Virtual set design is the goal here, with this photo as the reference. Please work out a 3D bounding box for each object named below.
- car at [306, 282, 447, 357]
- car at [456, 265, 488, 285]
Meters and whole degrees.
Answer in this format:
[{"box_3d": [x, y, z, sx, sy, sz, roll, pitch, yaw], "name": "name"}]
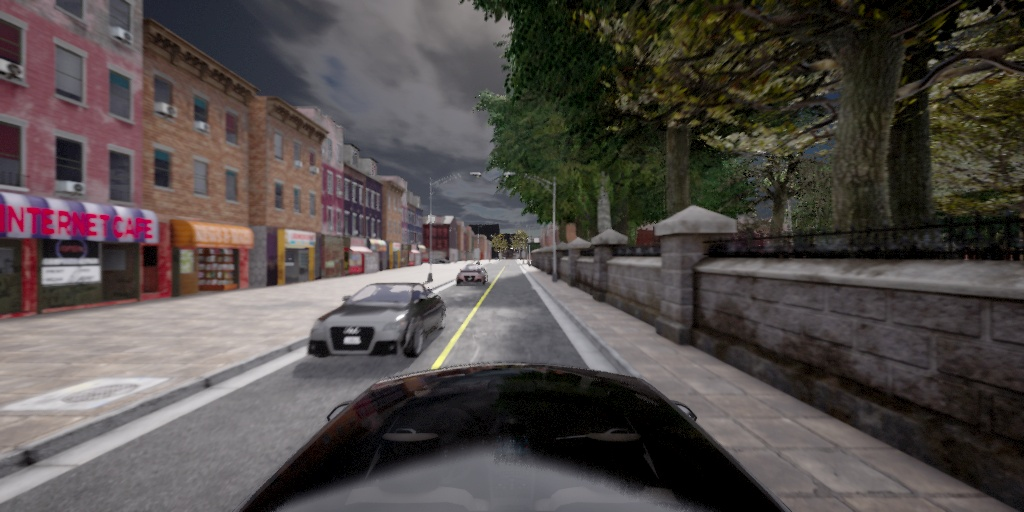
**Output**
[{"box_3d": [-2.822, 1.314, 8.383, 1.994, 1.385, 4.181, 0, 0, 1], "name": "car"}, {"box_3d": [-2.808, 1.315, 25.853, 1.994, 1.385, 4.181, 0, 0, 0], "name": "car"}]
